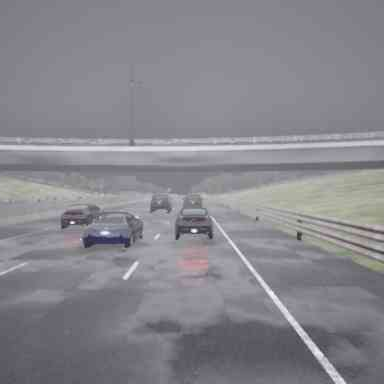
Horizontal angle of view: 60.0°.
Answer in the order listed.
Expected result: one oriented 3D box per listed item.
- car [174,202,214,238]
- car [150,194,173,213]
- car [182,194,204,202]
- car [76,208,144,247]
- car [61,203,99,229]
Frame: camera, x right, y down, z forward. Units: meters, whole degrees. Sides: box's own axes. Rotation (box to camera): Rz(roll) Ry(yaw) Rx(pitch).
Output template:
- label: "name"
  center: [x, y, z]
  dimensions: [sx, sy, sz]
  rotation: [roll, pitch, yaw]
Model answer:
- label: "car"
  center: [0.101, 1.512, 17.582]
  dimensions: [1.837, 1.490, 4.892]
  rotation: [0, 0, 0]
- label: "car"
  center: [-3.410, 1.236, 37.320]
  dimensions: [2.150, 2.045, 5.566]
  rotation: [0, 0, 0]
- label: "car"
  center: [0.102, 1.236, 37.313]
  dimensions: [2.150, 2.045, 5.566]
  rotation: [0, 0, 0]
- label: "car"
  center: [-3.399, 1.570, 15.010]
  dimensions: [1.994, 1.385, 4.181]
  rotation: [0, 0, 0]
- label: "car"
  center: [-6.898, 1.513, 21.595]
  dimensions: [1.837, 1.490, 4.892]
  rotation: [0, 0, 0]
